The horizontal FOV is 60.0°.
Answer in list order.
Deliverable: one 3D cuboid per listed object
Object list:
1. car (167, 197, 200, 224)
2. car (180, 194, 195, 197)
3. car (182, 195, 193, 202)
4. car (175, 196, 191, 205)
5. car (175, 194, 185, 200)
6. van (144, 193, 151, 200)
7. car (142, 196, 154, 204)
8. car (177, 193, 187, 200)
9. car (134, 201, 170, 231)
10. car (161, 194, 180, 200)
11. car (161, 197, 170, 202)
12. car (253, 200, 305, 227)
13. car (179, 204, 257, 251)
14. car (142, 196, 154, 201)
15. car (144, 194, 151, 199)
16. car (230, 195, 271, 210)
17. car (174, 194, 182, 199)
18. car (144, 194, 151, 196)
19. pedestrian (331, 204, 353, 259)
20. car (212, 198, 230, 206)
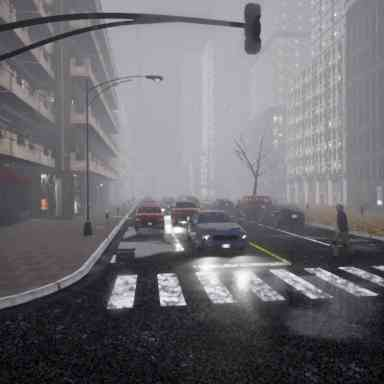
[{"bbox_3d":[-0.500,1.382,24.131,1.882,1.535,5.008,0,0,-8],"label":"car"},{"bbox_3d":[-0.171,1.295,45.134,1.882,1.535,5.008,0,0,-7],"label":"car"},{"bbox_3d":[-0.962,1.295,70.702,1.947,1.339,4.313,0,0,-8],"label":"car"},{"bbox_3d":[-1.581,1.334,55.207,2.033,1.411,5.357,0,0,-8],"label":"car"},{"bbox_3d":[-3.185,1.243,87.120,2.008,1.369,4.403,0,0,-8],"label":"car"},{"bbox_3d":[-11.491,1.083,85.996,1.690,1.788,3.998,0,0,-8],"label":"van"},{"bbox_3d":[-7.784,1.374,58.632,1.947,1.339,4.313,0,0,-8],"label":"car"},{"bbox_3d":[-2.445,1.145,81.647,1.967,1.590,4.097,0,0,-8],"label":"car"},{"bbox_3d":[-2.594,1.476,20.322,1.887,1.381,4.507,0,0,-8],"label":"car"},{"bbox_3d":[-3.188,1.329,44.310,2.128,1.511,4.902,0,0,-7],"label":"car"},{"bbox_3d":[-1.831,1.472,33.999,1.895,1.301,4.718,0,0,-8],"label":"car"},{"bbox_3d":[5.710,1.448,21.446,1.947,1.339,4.313,0,0,-8],"label":"car"},{"bbox_3d":[0.837,1.487,14.247,2.033,1.411,5.357,0,0,-8],"label":"car"},{"bbox_3d":[-4.818,1.421,36.740,1.887,1.381,4.507,0,0,-8],"label":"car"},{"bbox_3d":[-12.232,1.275,91.470,1.887,1.381,4.507,0,0,-8],"label":"car"},{"bbox_3d":[4.969,1.178,26.918,2.192,1.841,5.009,0,0,-8],"label":"car"},{"bbox_3d":[-3.927,1.231,92.594,2.008,1.369,4.403,0,0,-8],"label":"car"},{"bbox_3d":[-6.278,1.367,47.518,1.752,1.417,4.829,0,0,-8],"label":"car"},{"bbox_3d":[4.875,1.228,10.818,0.375,1.860,0.375,0,0,-8],"label":"pedestrian"},{"bbox_3d":[3.486,1.392,37.864,1.947,1.339,4.313,0,0,-8],"label":"car"}]
